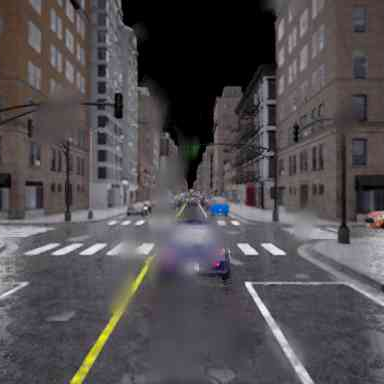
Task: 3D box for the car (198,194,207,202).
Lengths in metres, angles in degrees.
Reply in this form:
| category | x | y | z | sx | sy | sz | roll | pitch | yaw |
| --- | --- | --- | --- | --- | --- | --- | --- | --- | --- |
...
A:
| category | x | y | z | sx | sy | sz | roll | pitch | yaw |
| --- | --- | --- | --- | --- | --- | --- | --- | --- | --- |
| car | 2.666 | 1.510 | 61.357 | 2.192 | 1.841 | 5.009 | 0 | 0 | 0 |

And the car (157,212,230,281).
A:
| category | x | y | z | sx | sy | sz | roll | pitch | yaw |
| --- | --- | --- | --- | --- | --- | --- | --- | --- | --- |
| car | 0.053 | 1.559 | 9.854 | 1.812 | 1.442 | 4.674 | 0 | 0 | 0 |

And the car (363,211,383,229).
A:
| category | x | y | z | sx | sy | sz | roll | pitch | yaw |
| --- | --- | --- | --- | --- | --- | --- | --- | --- | --- |
| car | 13.274 | 1.511 | 20.813 | 4.553 | 1.767 | 2.097 | 0 | 0 | 1 |

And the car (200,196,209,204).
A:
| category | x | y | z | sx | sy | sz | roll | pitch | yaw |
| --- | --- | --- | --- | --- | --- | --- | --- | --- | --- |
| car | 2.671 | 1.664 | 72.719 | 1.967 | 1.590 | 4.097 | 0 | 0 | 0 |

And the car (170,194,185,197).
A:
| category | x | y | z | sx | sy | sz | roll | pitch | yaw |
| --- | --- | --- | --- | --- | --- | --- | --- | --- | --- |
| car | -2.766 | 1.700 | 61.591 | 1.837 | 1.490 | 4.892 | 0 | 0 | 1 |

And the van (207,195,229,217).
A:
| category | x | y | z | sx | sy | sz | roll | pitch | yaw |
| --- | --- | --- | --- | --- | --- | --- | --- | --- | --- |
| van | 2.652 | 1.450 | 32.951 | 1.690 | 1.788 | 3.998 | 0 | 0 | 0 |

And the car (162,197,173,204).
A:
| category | x | y | z | sx | sy | sz | roll | pitch | yaw |
| --- | --- | --- | --- | --- | --- | --- | --- | --- | --- |
| car | -5.354 | 1.790 | 72.718 | 1.947 | 1.339 | 4.313 | 0 | 0 | 0 |

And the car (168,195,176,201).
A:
| category | x | y | z | sx | sy | sz | roll | pitch | yaw |
| --- | --- | --- | --- | --- | --- | --- | --- | --- | --- |
| car | -5.345 | 1.708 | 89.764 | 1.967 | 1.590 | 4.097 | 0 | 0 | 0 |

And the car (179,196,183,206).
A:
| category | x | y | z | sx | sy | sz | roll | pitch | yaw |
| --- | --- | --- | --- | --- | --- | --- | --- | --- | --- |
| car | -2.809 | 1.732 | 51.621 | 1.994 | 1.385 | 4.181 | 0 | 0 | 1 |

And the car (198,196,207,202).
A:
| category | x | y | z | sx | sy | sz | roll | pitch | yaw |
| --- | --- | --- | --- | --- | --- | --- | --- | --- | --- |
| car | 2.677 | 1.804 | 84.081 | 2.008 | 1.369 | 4.403 | 0 | 0 | 0 |

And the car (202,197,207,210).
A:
| category | x | y | z | sx | sy | sz | roll | pitch | yaw |
| --- | --- | --- | --- | --- | --- | --- | --- | --- | --- |
| car | 2.658 | 1.728 | 44.312 | 1.802 | 1.307 | 4.206 | 0 | 0 | 0 |

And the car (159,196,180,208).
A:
| category | x | y | z | sx | sy | sz | roll | pitch | yaw |
| --- | --- | --- | --- | --- | --- | --- | --- | --- | --- |
| car | -2.831 | 1.642 | 41.693 | 1.837 | 1.490 | 4.892 | 0 | 0 | 0 |

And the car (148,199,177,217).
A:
| category | x | y | z | sx | sy | sz | roll | pitch | yaw |
| --- | --- | --- | --- | --- | --- | --- | --- | --- | --- |
| car | -2.835 | 1.672 | 32.839 | 1.994 | 1.385 | 4.181 | 0 | 0 | 0 |

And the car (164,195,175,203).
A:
| category | x | y | z | sx | sy | sz | roll | pitch | yaw |
| --- | --- | --- | --- | --- | --- | --- | --- | --- | --- |
| car | -5.351 | 1.554 | 78.400 | 2.192 | 1.841 | 5.009 | 0 | 0 | 0 |

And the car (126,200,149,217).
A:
| category | x | y | z | sx | sy | sz | roll | pitch | yaw |
| --- | --- | --- | --- | --- | --- | --- | --- | --- | --- |
| car | -5.373 | 1.659 | 32.945 | 2.008 | 1.369 | 4.403 | 0 | 0 | 0 |

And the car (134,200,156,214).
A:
| category | x | y | z | sx | sy | sz | roll | pitch | yaw |
| --- | --- | --- | --- | --- | --- | --- | --- | --- | --- |
| car | -5.370 | 1.672 | 38.627 | 1.887 | 1.381 | 4.507 | 0 | 0 | 0 |

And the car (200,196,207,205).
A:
| category | x | y | z | sx | sy | sz | roll | pitch | yaw |
| --- | --- | --- | --- | --- | --- | --- | --- | --- | --- |
| car | 2.663 | 1.762 | 55.675 | 1.802 | 1.307 | 4.206 | 0 | 0 | 0 |

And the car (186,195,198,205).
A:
| category | x | y | z | sx | sy | sz | roll | pitch | yaw |
| --- | --- | --- | --- | --- | --- | --- | --- | --- | --- |
| car | 0.080 | 1.745 | 62.698 | 2.033 | 1.411 | 5.357 | 0 | 0 | 0 |
